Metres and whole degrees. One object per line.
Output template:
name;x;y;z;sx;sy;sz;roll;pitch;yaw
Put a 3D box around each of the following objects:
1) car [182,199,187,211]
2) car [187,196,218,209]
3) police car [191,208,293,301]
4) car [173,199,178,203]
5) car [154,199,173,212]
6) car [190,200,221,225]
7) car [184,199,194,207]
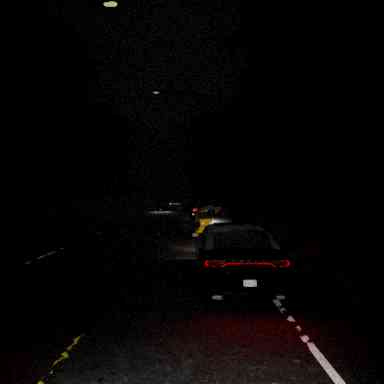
car;-0.308;1.780;45.340;2.128;1.511;4.902;0;-1;0
car;0.925;1.316;24.526;2.150;2.045;5.566;-1;0;-1
police car;1.040;1.448;8.578;1.930;1.638;5.238;0;0;0
car;-4.919;2.513;91.682;1.895;1.301;4.718;0;-1;-2
car;-3.923;1.820;43.737;2.033;1.411;5.357;0;-1;-1
car;0.978;1.517;18.672;1.801;1.575;5.366;-1;0;0
car;-0.579;1.964;59.425;1.812;1.442;4.674;0;-1;-1
